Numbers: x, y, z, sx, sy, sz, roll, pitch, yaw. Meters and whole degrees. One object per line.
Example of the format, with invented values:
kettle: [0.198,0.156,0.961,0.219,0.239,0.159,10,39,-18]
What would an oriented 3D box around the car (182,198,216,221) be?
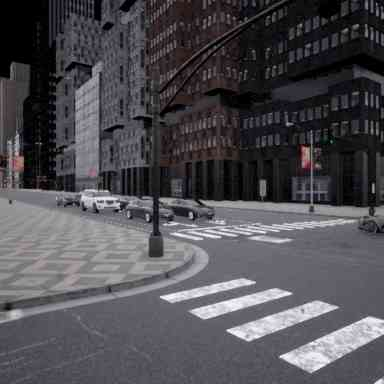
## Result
car: [-0.248,1.239,24.979,1.837,1.490,4.892,0,1,-38]

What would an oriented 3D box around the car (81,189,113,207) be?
car: [-11.835,0.671,41.111,2.150,2.045,5.566,0,1,-35]

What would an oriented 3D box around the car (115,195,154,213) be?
car: [-5.689,1.107,32.569,1.837,1.490,4.892,0,1,-36]

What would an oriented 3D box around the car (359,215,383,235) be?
car: [10.432,1.483,16.113,1.994,1.385,4.181,0,1,-36]

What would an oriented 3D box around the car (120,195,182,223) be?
car: [-3.013,1.240,23.299,1.837,1.490,4.892,0,1,-36]

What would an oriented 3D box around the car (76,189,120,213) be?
car: [-8.698,0.819,31.185,2.150,2.045,5.566,0,1,-36]

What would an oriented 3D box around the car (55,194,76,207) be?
car: [-14.909,0.991,39.808,2.033,1.411,5.357,0,1,-36]

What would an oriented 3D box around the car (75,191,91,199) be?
car: [-21.843,0.563,66.416,1.812,1.442,4.674,0,1,-36]
